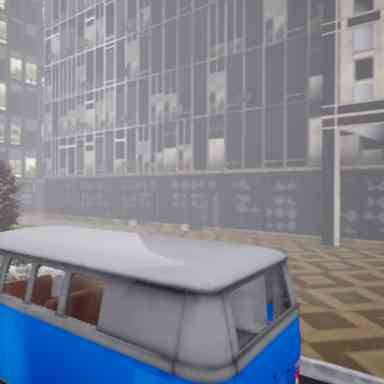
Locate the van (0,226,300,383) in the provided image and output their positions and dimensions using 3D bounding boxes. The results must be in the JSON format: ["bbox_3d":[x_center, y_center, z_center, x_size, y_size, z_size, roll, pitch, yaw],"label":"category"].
[{"bbox_3d":[-0.914,1.337,3.521,3.998,1.788,1.690,0,0,36],"label":"van"}]
